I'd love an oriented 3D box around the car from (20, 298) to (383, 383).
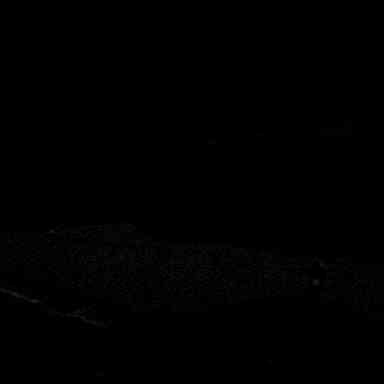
[{"bbox_3d":[0.472,1.562,2.519,4.313,1.339,1.947,0,0,36],"label":"car"}]
